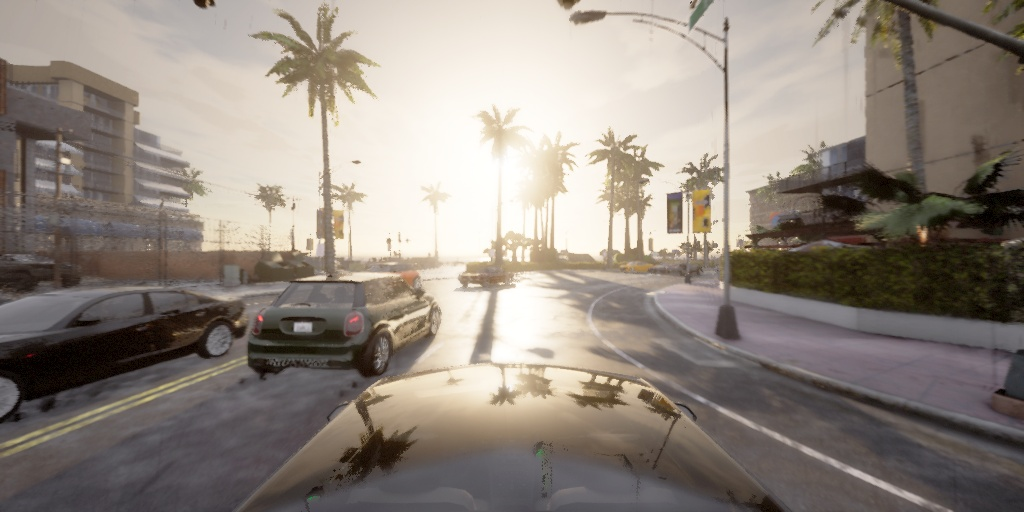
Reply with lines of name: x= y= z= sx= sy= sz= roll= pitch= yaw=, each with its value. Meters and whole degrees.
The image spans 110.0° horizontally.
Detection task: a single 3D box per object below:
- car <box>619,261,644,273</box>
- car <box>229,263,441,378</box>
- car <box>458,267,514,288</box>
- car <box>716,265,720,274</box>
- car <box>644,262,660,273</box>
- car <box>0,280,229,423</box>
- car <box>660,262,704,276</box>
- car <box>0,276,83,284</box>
car: x=16.301 y=1.434 z=47.259 sx=5.008 sy=1.535 sz=1.882 roll=1 pitch=-1 yaw=-30
car: x=-3.054 y=1.129 z=7.654 sx=2.097 sy=1.767 sz=4.553 roll=0 pitch=0 yaw=5
car: x=-1.734 y=1.456 z=25.146 sx=1.895 sy=1.301 sz=4.718 roll=0 pitch=0 yaw=29
car: x=24.987 y=1.416 z=39.942 sx=4.902 sy=1.511 sz=2.128 roll=0 pitch=0 yaw=-24
car: x=19.596 y=1.502 z=45.128 sx=5.357 sy=1.411 sz=2.033 roll=0 pitch=0 yaw=-27
car: x=-6.825 y=1.245 z=5.748 sx=1.882 sy=1.535 sz=5.008 roll=0 pitch=0 yaw=4
car: x=19.816 y=1.421 z=41.066 sx=4.902 sy=1.511 sz=2.128 roll=0 pitch=0 yaw=-28
car: x=-10.304 y=1.243 z=5.316 sx=1.882 sy=1.535 sz=5.008 roll=0 pitch=0 yaw=4
